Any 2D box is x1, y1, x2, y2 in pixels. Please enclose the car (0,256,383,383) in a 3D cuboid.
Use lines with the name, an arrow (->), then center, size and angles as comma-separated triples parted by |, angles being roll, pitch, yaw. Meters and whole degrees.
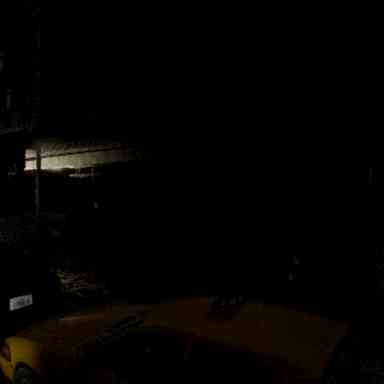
car -> 0.088, 1.530, 2.898 | 4.829, 1.417, 1.752 | 0, 0, 35

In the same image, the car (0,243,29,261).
car -> -4.080, 1.584, 5.871 | 4.313, 1.339, 1.947 | 0, 0, 36
